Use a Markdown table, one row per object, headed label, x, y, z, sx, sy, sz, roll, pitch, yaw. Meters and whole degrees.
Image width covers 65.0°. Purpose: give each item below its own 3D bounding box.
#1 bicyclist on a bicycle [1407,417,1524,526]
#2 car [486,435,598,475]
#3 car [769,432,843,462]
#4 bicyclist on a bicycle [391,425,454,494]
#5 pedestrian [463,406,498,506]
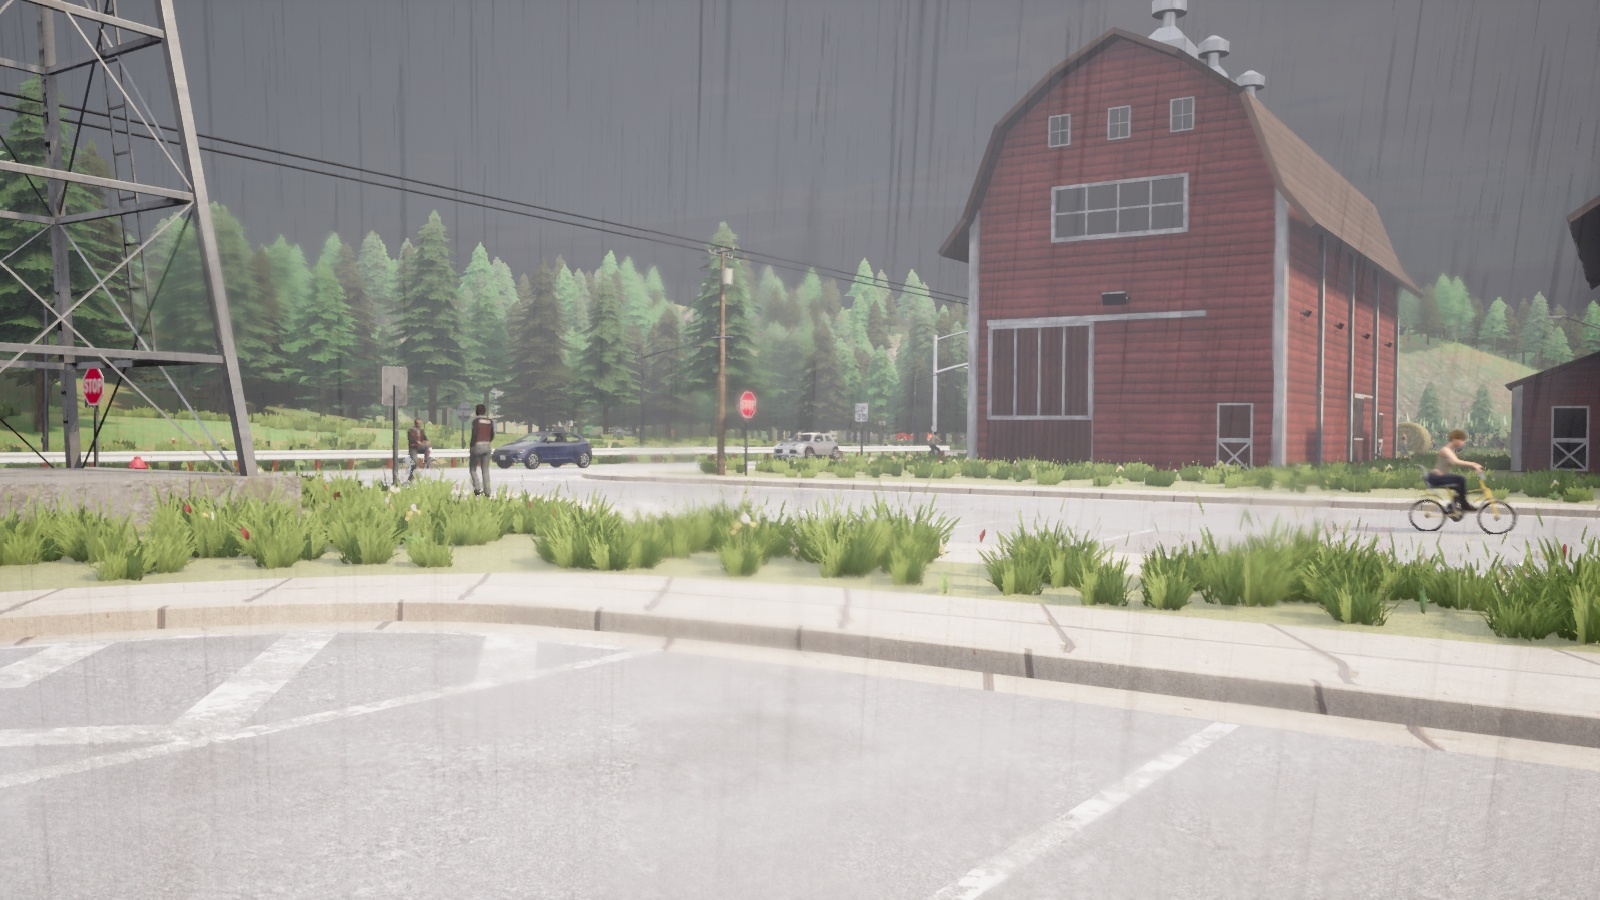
| label | x | y | z | sx | sy | sz | roll | pitch | yaw |
| --- | --- | --- | --- | --- | --- | --- | --- | --- | --- |
| bicyclist on a bicycle | 10.288 | 0.310 | 19.416 | 1.509 | 1.612 | 0.866 | 0 | 1 | 33 |
| car | -9.974 | 0.169 | 48.828 | 1.816 | 1.474 | 4.193 | 0 | 1 | 34 |
| car | 0.312 | -0.180 | 63.980 | 1.970 | 1.475 | 3.806 | 0 | 1 | 34 |
| bicyclist on a bicycle | -9.893 | 0.242 | 32.890 | 1.843 | 1.776 | 0.659 | 0 | 0 | 40 |
| pedestrian | -6.240 | 0.108 | 24.516 | 0.402 | 1.930 | 0.666 | -1 | 1 | -40 |
